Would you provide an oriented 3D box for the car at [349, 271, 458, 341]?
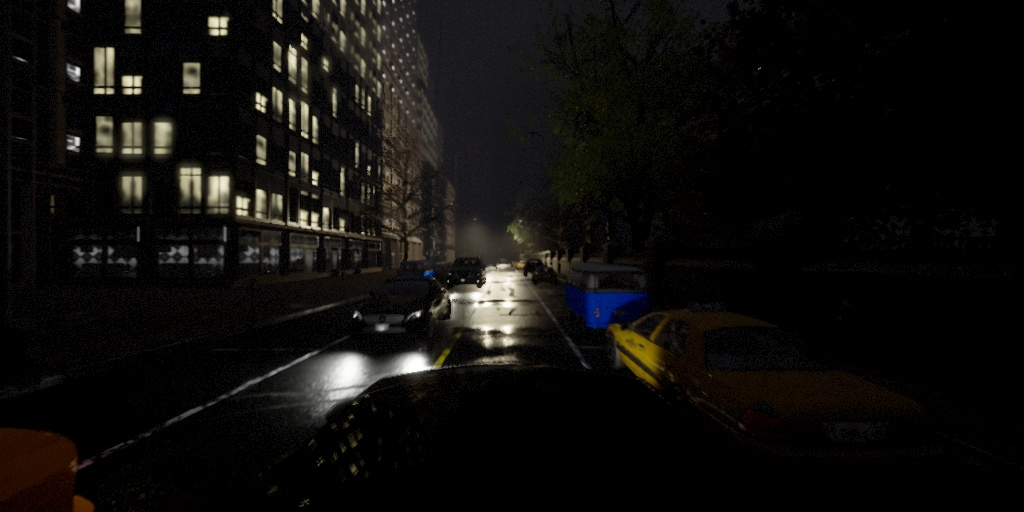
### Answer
[{"bbox_3d":[-2.872,1.314,10.180,1.812,1.442,4.674,0,0,-1],"label":"car"}]

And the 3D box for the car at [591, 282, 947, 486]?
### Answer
[{"bbox_3d":[2.564,1.288,4.987,1.751,1.417,4.829,0,0,0],"label":"car"}]

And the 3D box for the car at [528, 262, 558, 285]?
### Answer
[{"bbox_3d":[2.399,1.382,27.164,1.751,1.417,4.829,0,0,-1],"label":"car"}]

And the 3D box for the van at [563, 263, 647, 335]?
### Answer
[{"bbox_3d":[2.547,1.128,10.361,1.690,1.789,3.998,0,0,0],"label":"van"}]

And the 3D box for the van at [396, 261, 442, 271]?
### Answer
[{"bbox_3d":[-5.558,1.176,21.274,1.690,1.789,3.998,0,0,-1],"label":"van"}]

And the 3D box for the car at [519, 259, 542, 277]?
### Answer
[{"bbox_3d":[2.225,1.215,38.090,2.192,1.841,5.009,0,0,-1],"label":"car"}]

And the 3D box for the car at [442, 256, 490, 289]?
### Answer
[{"bbox_3d":[-2.962,1.060,24.434,2.150,2.045,5.566,0,1,0],"label":"car"}]

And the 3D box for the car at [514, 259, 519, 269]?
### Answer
[{"bbox_3d":[1.672,1.510,60.444,1.751,1.417,4.829,0,0,-2],"label":"car"}]
